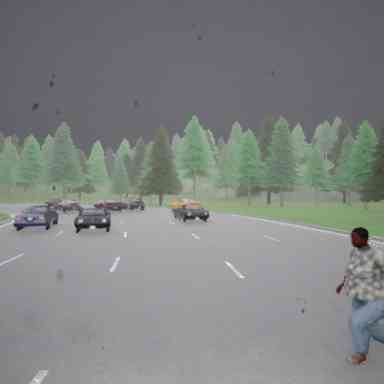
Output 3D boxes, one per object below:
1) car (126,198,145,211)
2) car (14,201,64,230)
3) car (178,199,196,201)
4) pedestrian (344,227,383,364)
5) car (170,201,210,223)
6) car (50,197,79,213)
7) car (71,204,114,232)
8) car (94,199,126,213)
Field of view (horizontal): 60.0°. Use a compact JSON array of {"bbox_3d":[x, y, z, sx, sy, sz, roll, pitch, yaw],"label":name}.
[{"bbox_3d":[-7.468,1.504,40.329,1.837,1.490,4.892,0,0,-36],"label":"car"},{"bbox_3d":[-9.687,1.548,21.035,2.033,1.411,5.357,0,0,-14],"label":"car"},{"bbox_3d":[-0.701,1.478,36.437,1.882,1.535,5.008,0,0,-28],"label":"car"},{"bbox_3d":[2.291,1.294,4.329,0.375,1.860,0.375,0,0,-3],"label":"pedestrian"},{"bbox_3d":[-0.187,1.601,26.026,1.895,1.301,4.718,0,0,-15],"label":"car"},{"bbox_3d":[-13.884,1.526,36.921,1.812,1.442,4.674,0,0,-39],"label":"car"},{"bbox_3d":[-5.877,1.600,20.057,1.895,1.301,4.718,0,0,-13],"label":"car"},{"bbox_3d":[-9.398,1.478,36.692,1.882,1.535,5.008,0,0,-34],"label":"car"}]
